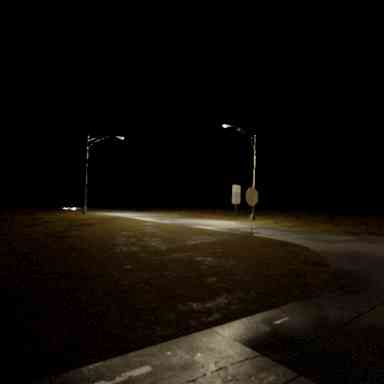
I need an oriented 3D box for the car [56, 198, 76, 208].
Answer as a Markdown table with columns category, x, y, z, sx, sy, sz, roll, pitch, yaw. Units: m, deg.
| category | x | y | z | sx | sy | sz | roll | pitch | yaw |
| --- | --- | --- | --- | --- | --- | --- | --- | --- | --- |
| car | -18.874 | 1.610 | 49.845 | 1.994 | 1.385 | 4.181 | 3 | -2 | -36 |
